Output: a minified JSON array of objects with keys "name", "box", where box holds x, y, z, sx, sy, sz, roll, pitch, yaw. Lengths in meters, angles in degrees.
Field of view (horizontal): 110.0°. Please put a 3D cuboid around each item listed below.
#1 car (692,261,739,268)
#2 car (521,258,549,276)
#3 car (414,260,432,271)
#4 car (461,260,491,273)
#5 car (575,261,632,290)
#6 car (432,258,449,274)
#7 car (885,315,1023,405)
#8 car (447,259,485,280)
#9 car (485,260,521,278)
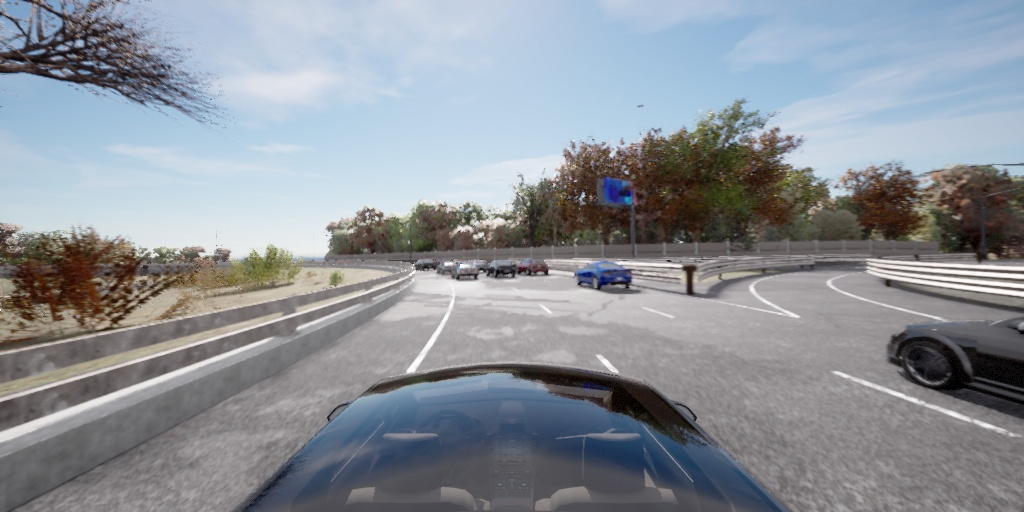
[{"name":"car","box":[23.025,0.774,41.078,5.357,1.411,2.033,-1,0,7]},{"name":"car","box":[1.942,0.967,35.738,2.097,1.767,4.553,-1,0,-17]},{"name":"car","box":[-12.610,1.300,52.338,1.882,1.535,5.008,-1,1,-29]},{"name":"car","box":[-4.439,1.253,43.151,2.033,1.411,5.357,-1,0,-24]},{"name":"car","box":[5.242,1.078,21.237,1.882,1.535,5.008,-1,-1,-9]},{"name":"car","box":[-7.354,1.311,41.071,2.033,1.411,5.357,-1,0,-21]},{"name":"car","box":[6.846,1.187,3.826,1.994,1.385,4.181,-1,0,-1]},{"name":"car","box":[-4.216,1.282,31.844,2.033,1.411,5.357,-1,0,-17]},{"name":"car","box":[-1.085,1.152,33.636,1.882,1.535,5.008,-1,0,-17]}]
